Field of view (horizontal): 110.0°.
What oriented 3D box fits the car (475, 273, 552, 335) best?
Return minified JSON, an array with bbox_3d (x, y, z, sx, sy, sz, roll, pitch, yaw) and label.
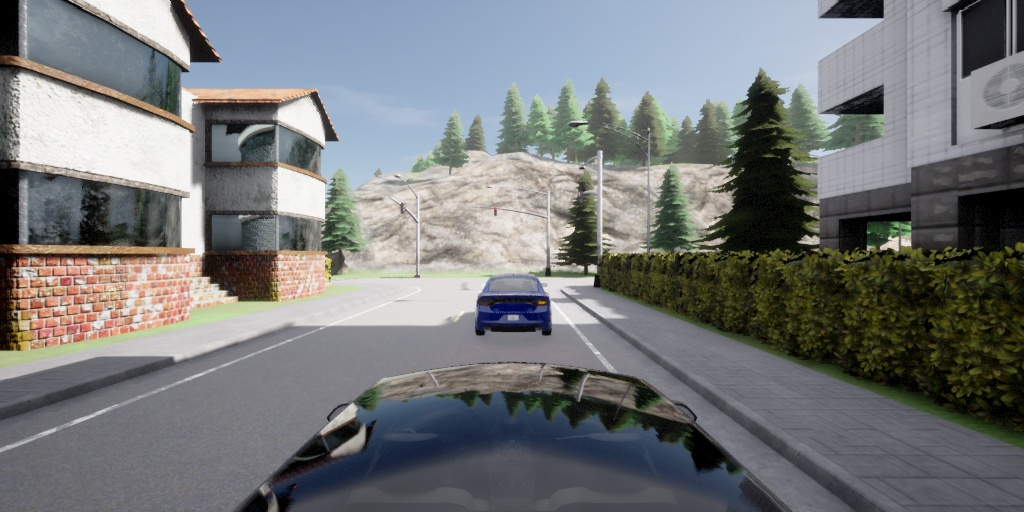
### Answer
[{"bbox_3d":[0.050,1.228,10.488,1.882,1.535,5.008,0,0,0],"label":"car"}]
